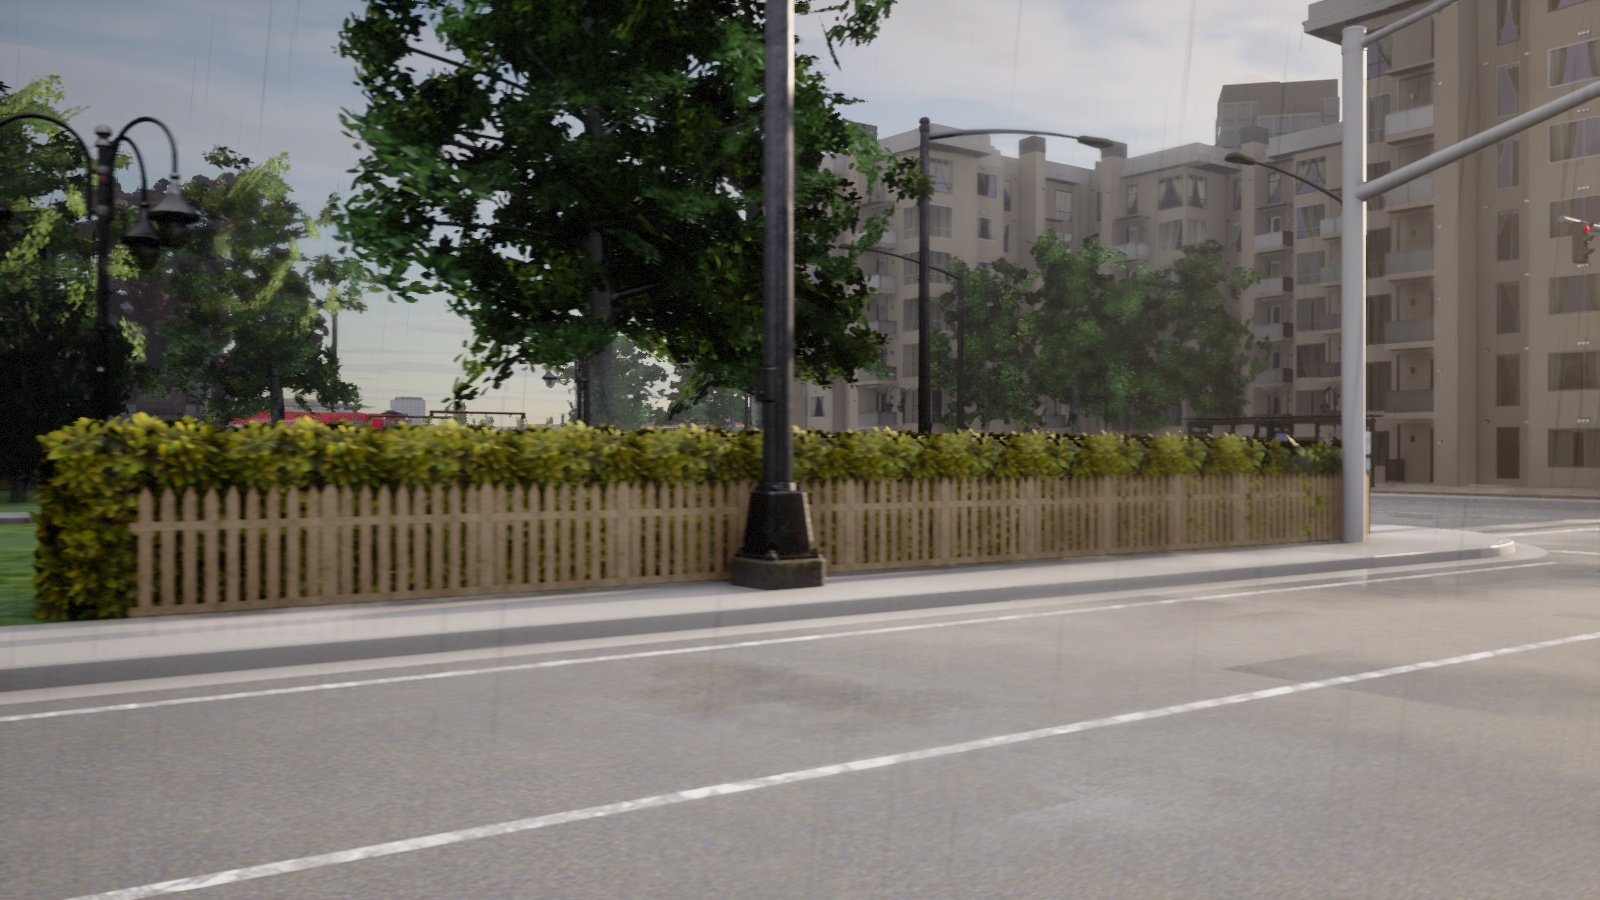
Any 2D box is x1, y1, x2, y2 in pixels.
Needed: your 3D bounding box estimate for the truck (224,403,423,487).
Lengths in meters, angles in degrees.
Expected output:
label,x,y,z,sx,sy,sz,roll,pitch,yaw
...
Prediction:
label,x,y,z,sx,sy,sz,roll,pitch,yaw
truck,-22.718,-0.222,60.147,8.468,3.827,2.891,0,0,-35
